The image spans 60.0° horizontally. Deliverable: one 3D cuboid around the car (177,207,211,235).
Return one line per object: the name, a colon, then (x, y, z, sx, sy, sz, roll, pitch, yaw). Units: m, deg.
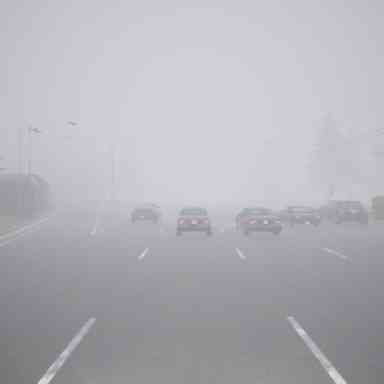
car: (0.104, 1.538, 18.813, 2.033, 1.411, 5.357, 0, 0, 0)

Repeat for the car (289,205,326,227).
car: (7.103, 1.590, 22.684, 1.895, 1.301, 4.718, 0, 0, 0)

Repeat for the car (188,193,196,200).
car: (0.017, 1.174, 92.466, 2.150, 2.045, 5.566, 0, 0, 0)

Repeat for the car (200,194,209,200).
car: (3.517, 1.473, 92.853, 1.812, 1.442, 4.674, 0, 0, 0)

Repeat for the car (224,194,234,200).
car: (10.517, 1.545, 93.298, 1.895, 1.301, 4.718, 0, 0, 0)

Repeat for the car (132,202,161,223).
car: (-3.396, 1.514, 25.234, 1.812, 1.442, 4.674, 0, 0, 0)

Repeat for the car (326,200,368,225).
car: (10.604, 1.340, 23.900, 2.097, 1.767, 4.553, 0, 0, 0)

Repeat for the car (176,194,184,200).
car: (-3.483, 1.427, 92.437, 1.882, 1.535, 5.008, 0, 0, 0)

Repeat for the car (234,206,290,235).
car: (3.603, 1.538, 18.812, 2.033, 1.411, 5.357, 0, 0, 0)

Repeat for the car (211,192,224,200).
car: (7.017, 1.488, 92.019, 2.033, 1.411, 5.357, 0, 0, 0)
